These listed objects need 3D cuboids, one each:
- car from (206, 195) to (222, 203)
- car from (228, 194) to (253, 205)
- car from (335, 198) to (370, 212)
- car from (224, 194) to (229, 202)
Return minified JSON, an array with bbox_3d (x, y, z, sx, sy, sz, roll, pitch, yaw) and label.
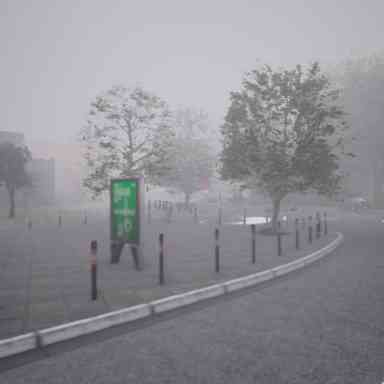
[{"bbox_3d":[4.866,1.834,74.330,1.895,1.301,4.718,0,0,10],"label":"car"},{"bbox_3d":[8.822,1.447,58.040,2.097,1.767,4.553,0,0,-22],"label":"car"},{"bbox_3d":[19.058,1.509,39.701,1.837,1.490,4.892,0,0,-10],"label":"car"},{"bbox_3d":[9.719,1.765,79.889,1.882,1.535,5.008,0,0,16],"label":"car"}]
